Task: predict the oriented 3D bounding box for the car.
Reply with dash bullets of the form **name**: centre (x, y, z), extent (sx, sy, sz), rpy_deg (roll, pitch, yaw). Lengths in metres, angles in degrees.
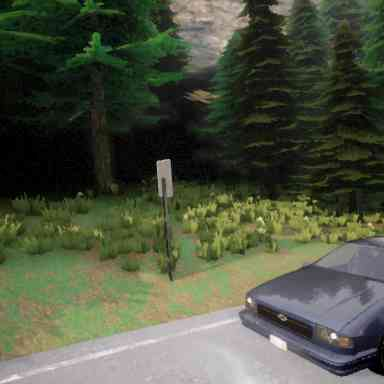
- **car**: centre (3.383, 1.509, 5.589), extent (5.357, 1.411, 2.033), rpy_deg (0, 0, -31)
